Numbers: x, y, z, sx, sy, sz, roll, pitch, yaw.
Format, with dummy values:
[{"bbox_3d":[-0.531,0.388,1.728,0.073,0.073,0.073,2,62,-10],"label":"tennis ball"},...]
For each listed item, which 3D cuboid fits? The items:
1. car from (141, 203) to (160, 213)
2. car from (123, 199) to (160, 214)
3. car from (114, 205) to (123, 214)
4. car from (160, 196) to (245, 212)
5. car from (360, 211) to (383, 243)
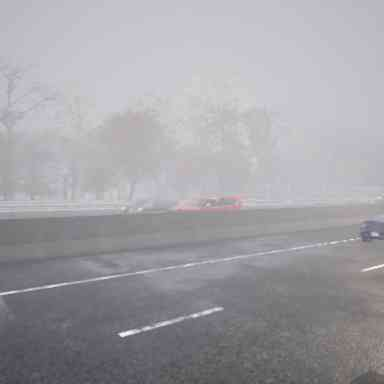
[{"bbox_3d":[-1.006,1.663,24.645,4.718,1.301,1.895,0,0,-35],"label":"car"},{"bbox_3d":[-2.989,1.412,27.529,4.553,1.767,2.097,0,0,-35],"label":"car"},{"bbox_3d":[-4.659,1.389,29.872,4.553,1.767,2.097,0,0,-33],"label":"car"},{"bbox_3d":[1.026,1.283,21.795,5.566,2.045,2.150,0,0,-35],"label":"car"},{"bbox_3d":[9.276,1.534,14.782,4.674,1.442,1.812,0,0,-35],"label":"car"}]
